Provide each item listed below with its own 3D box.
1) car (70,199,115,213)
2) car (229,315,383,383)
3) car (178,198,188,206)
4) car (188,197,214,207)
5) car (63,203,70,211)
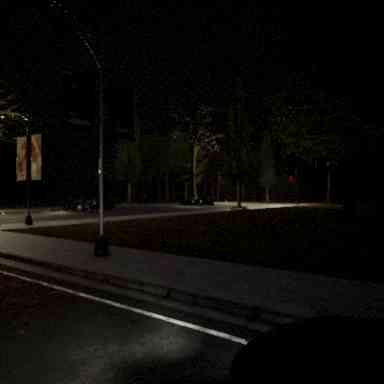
[{"bbox_3d":[-11.452,1.612,39.760,2.128,1.511,4.902,0,0,35],"label":"car"},{"bbox_3d":[2.561,1.482,1.862,5.008,1.535,1.882,-1,-1,35],"label":"car"},{"bbox_3d":[-0.349,1.829,61.202,2.033,1.411,5.357,0,0,35],"label":"car"},{"bbox_3d":[1.920,1.632,58.787,2.097,1.767,4.553,0,0,35],"label":"car"},{"bbox_3d":[-14.002,1.681,41.780,1.994,1.385,4.181,0,0,35],"label":"car"}]
